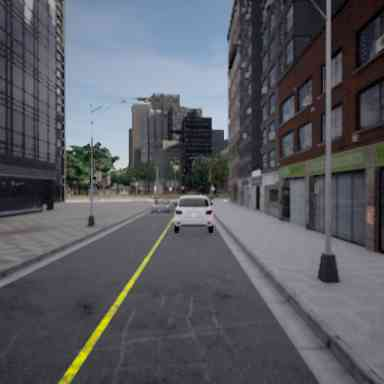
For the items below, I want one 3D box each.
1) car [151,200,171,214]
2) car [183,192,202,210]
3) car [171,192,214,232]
[{"bbox_3d":[-3.100,1.479,34.173,1.895,1.301,4.718,0,1,0],"label":"car"},{"bbox_3d":[0.092,1.035,40.609,2.150,2.045,5.566,0,0,0],"label":"car"},{"bbox_3d":[0.096,1.202,19.906,2.150,2.045,5.566,0,1,0],"label":"car"}]
